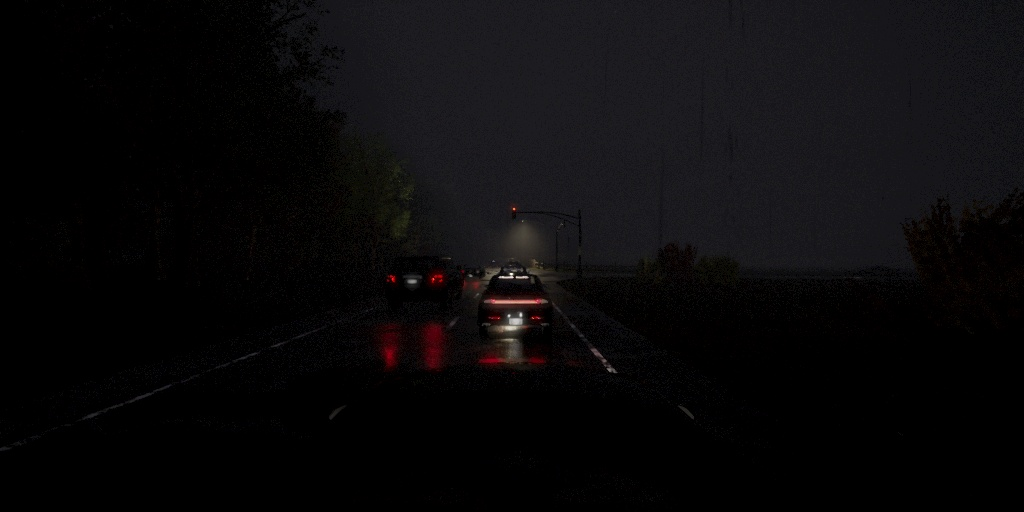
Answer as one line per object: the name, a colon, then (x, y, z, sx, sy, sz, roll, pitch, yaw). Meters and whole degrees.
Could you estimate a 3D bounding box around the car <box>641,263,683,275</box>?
car: (17.565, 1.492, 42.419, 4.902, 1.511, 2.128, 1, -1, 1)

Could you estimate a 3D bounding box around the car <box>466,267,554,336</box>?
car: (0.084, 1.244, 10.394, 2.128, 1.511, 4.902, 0, 0, 0)

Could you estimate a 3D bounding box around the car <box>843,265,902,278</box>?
car: (42.519, 1.820, 42.315, 5.357, 1.411, 2.033, 1, -1, 0)

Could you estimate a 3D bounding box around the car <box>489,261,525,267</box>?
car: (0.066, 1.246, 19.792, 2.128, 1.511, 4.902, 0, 0, 0)

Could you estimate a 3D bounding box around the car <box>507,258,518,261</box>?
car: (0.079, 1.107, 56.595, 2.097, 1.767, 4.553, 0, 0, -4)

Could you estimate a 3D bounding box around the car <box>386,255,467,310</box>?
car: (-3.426, 0.974, 14.968, 2.150, 2.045, 5.566, 0, 0, 0)

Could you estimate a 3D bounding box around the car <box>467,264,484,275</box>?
car: (-3.466, 1.357, 32.168, 1.895, 1.301, 4.718, 0, 0, 0)

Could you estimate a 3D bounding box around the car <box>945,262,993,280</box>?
car: (50.197, 1.517, 38.704, 5.566, 2.045, 2.150, 1, -1, 1)
